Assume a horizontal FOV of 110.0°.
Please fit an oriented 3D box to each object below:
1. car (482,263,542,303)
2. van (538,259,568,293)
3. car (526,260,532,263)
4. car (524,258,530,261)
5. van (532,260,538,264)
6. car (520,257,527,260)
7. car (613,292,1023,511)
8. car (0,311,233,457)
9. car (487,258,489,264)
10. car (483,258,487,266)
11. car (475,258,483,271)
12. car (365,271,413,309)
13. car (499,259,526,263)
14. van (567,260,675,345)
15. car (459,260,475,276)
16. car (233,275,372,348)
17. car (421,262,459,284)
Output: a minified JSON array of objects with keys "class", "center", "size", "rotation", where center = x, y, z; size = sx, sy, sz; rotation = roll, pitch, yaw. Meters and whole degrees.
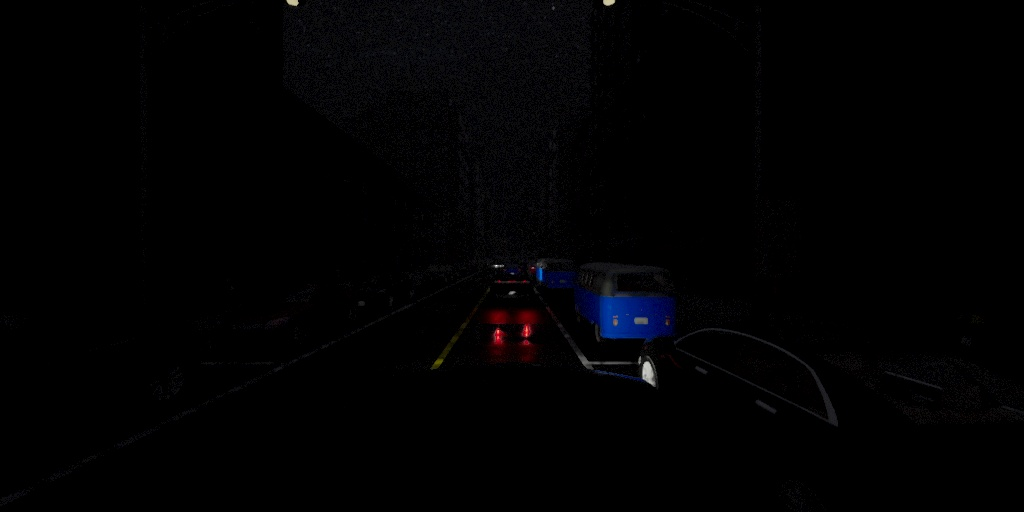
[{"class":"car","center":[0.000,1.242,16.500],"size":[2.128,1.511,4.902],"rotation":[0,0,0]},{"class":"van","center":[2.638,1.085,20.520],"size":[1.690,1.789,3.998],"rotation":[0,0,0]},{"class":"car","center":[2.638,1.322,37.567],"size":[1.802,1.307,4.207],"rotation":[0,0,0]},{"class":"car","center":[2.638,1.263,43.420],"size":[1.751,1.417,4.829],"rotation":[0,0,0]},{"class":"van","center":[2.638,1.084,26.203],"size":[1.690,1.789,3.998],"rotation":[0,0,0]},{"class":"car","center":[2.638,1.277,60.297],"size":[1.888,1.381,4.507],"rotation":[0,0,0]},{"class":"car","center":[2.637,1.297,3.473],"size":[2.007,1.370,4.403],"rotation":[0,0,0]},{"class":"car","center":[-5.388,1.312,3.473],"size":[1.948,1.339,4.313],"rotation":[0,0,0]},{"class":"car","center":[-5.387,1.276,60.297],"size":[1.888,1.381,4.507],"rotation":[0,0,0]},{"class":"car","center":[-5.387,1.284,54.614],"size":[2.007,1.370,4.403],"rotation":[0,0,0]},{"class":"car","center":[-5.387,1.281,48.932],"size":[1.888,1.381,4.507],"rotation":[0,0,0]},{"class":"car","center":[-5.388,1.311,14.838],"size":[1.948,1.339,4.313],"rotation":[0,0,0]},{"class":"car","center":[0.000,1.275,31.500],"size":[1.812,1.442,4.674],"rotation":[0,0,0]},{"class":"van","center":[2.637,1.087,9.156],"size":[1.690,1.789,3.998],"rotation":[0,0,0]},{"class":"car","center":[-5.387,1.305,37.567],"size":[1.948,1.339,4.313],"rotation":[0,0,0]},{"class":"car","center":[-5.388,1.328,9.155],"size":[1.802,1.307,4.207],"rotation":[0,0,0]},{"class":"car","center":[-5.388,1.293,26.203],"size":[2.007,1.370,4.403],"rotation":[0,0,0]}]
